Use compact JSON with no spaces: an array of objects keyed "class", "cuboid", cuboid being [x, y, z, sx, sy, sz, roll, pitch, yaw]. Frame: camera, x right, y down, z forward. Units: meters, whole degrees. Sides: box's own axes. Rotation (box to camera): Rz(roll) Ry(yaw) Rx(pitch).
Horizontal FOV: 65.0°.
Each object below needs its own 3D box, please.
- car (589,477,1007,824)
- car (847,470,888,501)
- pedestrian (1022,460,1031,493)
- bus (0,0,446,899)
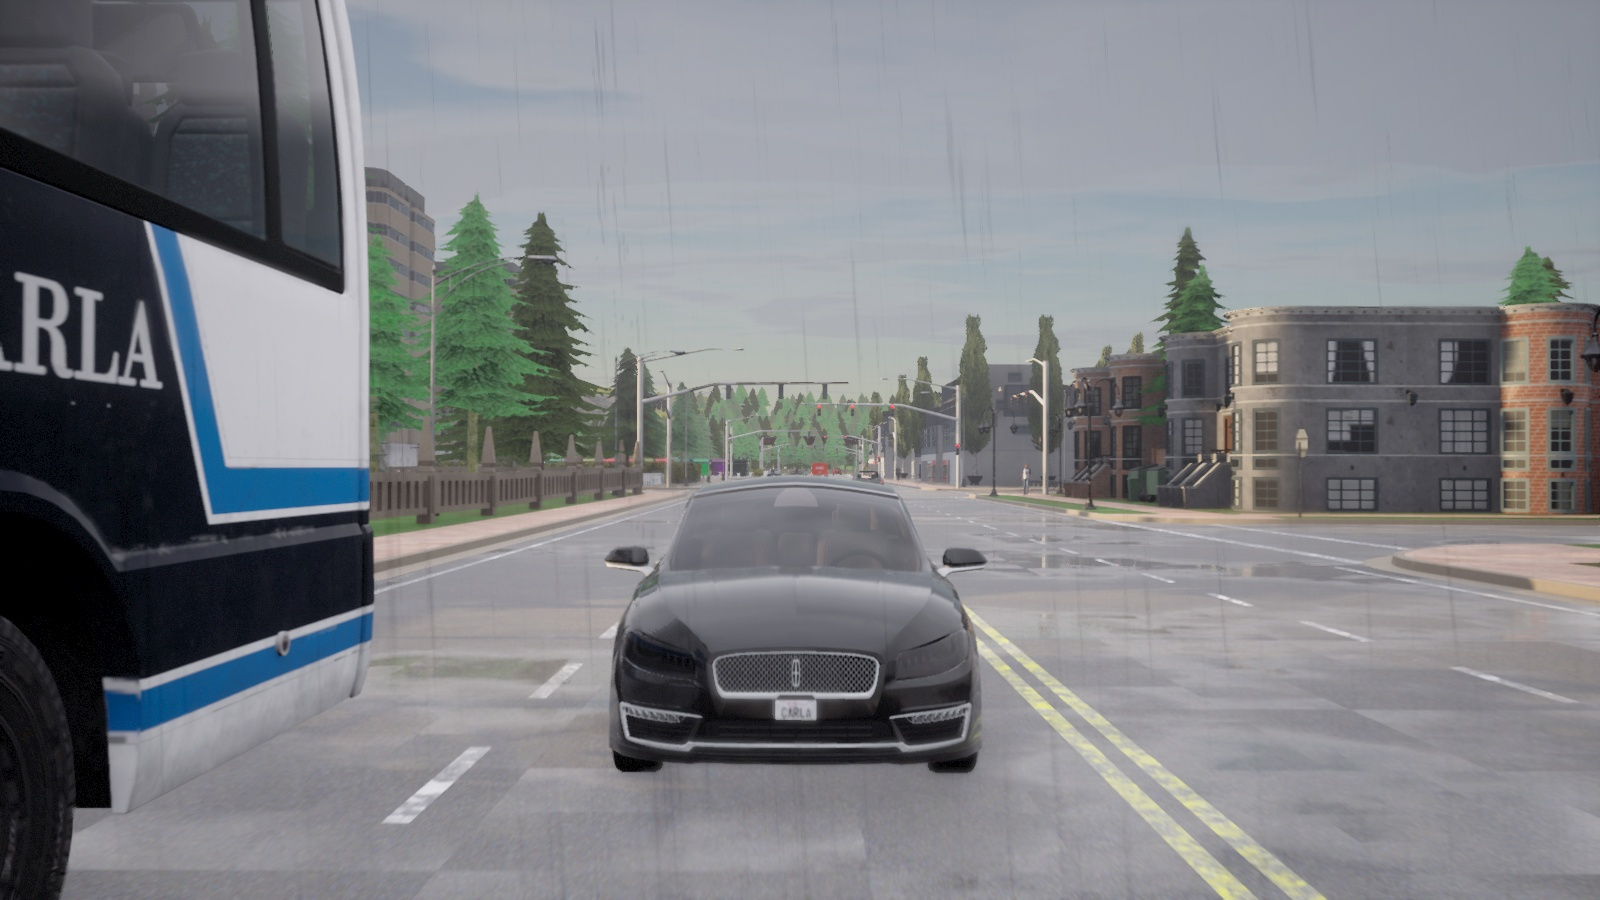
[{"class":"car","cuboid":[-0.020,0.938,7.991,1.837,1.490,4.892,0,-1,0]},{"class":"car","cuboid":[3.349,1.768,63.139,1.845,1.501,3.633,0,-1,0]},{"class":"pedestrian","cuboid":[12.698,1.484,70.389,0.354,1.836,0.706,0,-1,2]},{"class":"bus","cuboid":[-3.507,-0.545,0.342,3.944,4.253,10.273,0,-1,0]}]
